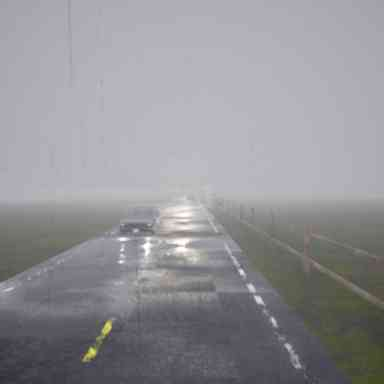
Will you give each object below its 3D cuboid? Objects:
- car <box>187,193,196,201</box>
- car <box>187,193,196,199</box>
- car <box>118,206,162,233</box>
[{"bbox_3d":[-0.079,1.157,69.797,2.128,1.511,4.902,0,0,0],"label":"car"},{"bbox_3d":[-0.091,0.979,80.216,2.128,1.511,4.902,0,0,0],"label":"car"},{"bbox_3d":[-2.770,1.511,19.014,2.033,1.411,5.357,0,0,0],"label":"car"}]
